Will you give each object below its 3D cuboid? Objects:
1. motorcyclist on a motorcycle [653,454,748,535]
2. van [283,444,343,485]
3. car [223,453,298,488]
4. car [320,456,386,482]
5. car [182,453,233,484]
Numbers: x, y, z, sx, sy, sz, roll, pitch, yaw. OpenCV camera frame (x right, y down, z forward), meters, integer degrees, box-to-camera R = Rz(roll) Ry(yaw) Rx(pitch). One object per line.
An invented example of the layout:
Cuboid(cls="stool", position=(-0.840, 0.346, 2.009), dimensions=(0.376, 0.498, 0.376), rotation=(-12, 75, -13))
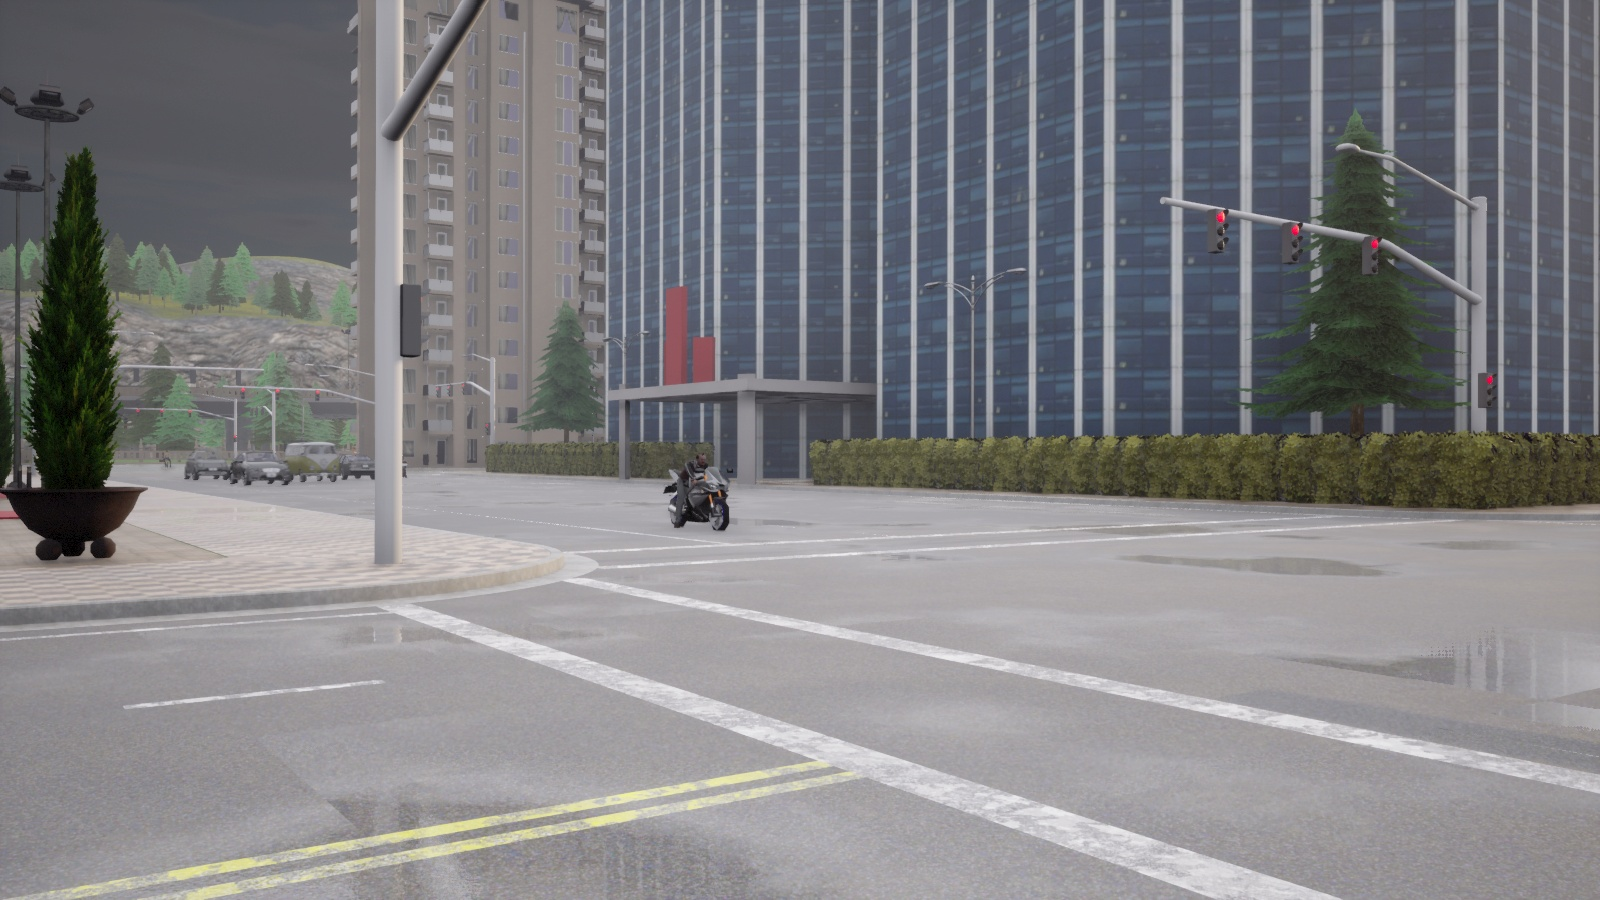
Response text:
Cuboid(cls="motorcyclist on a motorcycle", position=(-1.993, 0.845, 24.775), dimensions=(0.866, 1.530, 2.191), rotation=(0, 0, -35))
Cuboid(cls="van", position=(-24.191, 0.701, 62.304), dimensions=(1.775, 1.987, 4.442), rotation=(0, 0, -35))
Cuboid(cls="car", position=(-24.218, 0.890, 56.272), dimensions=(2.128, 1.511, 4.902), rotation=(0, 0, -35))
Cuboid(cls="car", position=(-24.587, 1.013, 68.936), dimensions=(2.033, 1.411, 5.357), rotation=(0, 0, -35))
Cuboid(cls="car", position=(-31.329, 0.952, 66.349), dimensions=(1.789, 1.549, 3.705), rotation=(0, 0, -35))
